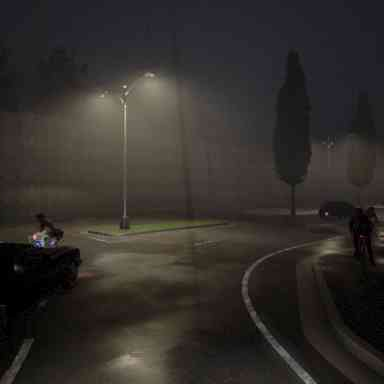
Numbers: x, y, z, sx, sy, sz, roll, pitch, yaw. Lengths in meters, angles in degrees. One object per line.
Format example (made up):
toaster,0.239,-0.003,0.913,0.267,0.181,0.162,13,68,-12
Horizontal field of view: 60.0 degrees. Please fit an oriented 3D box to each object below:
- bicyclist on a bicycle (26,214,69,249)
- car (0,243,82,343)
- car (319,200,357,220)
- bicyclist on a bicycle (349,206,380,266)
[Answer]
bicyclist on a bicycle,-4.259,1.455,9.737,1.656,1.620,0.582,-2,0,7
car,-3.688,1.601,6.205,1.895,1.301,4.718,0,0,1
car,12.688,1.505,28.627,4.892,1.490,1.837,0,0,-43
bicyclist on a bicycle,4.968,1.302,9.845,0.582,1.620,1.656,0,0,18
